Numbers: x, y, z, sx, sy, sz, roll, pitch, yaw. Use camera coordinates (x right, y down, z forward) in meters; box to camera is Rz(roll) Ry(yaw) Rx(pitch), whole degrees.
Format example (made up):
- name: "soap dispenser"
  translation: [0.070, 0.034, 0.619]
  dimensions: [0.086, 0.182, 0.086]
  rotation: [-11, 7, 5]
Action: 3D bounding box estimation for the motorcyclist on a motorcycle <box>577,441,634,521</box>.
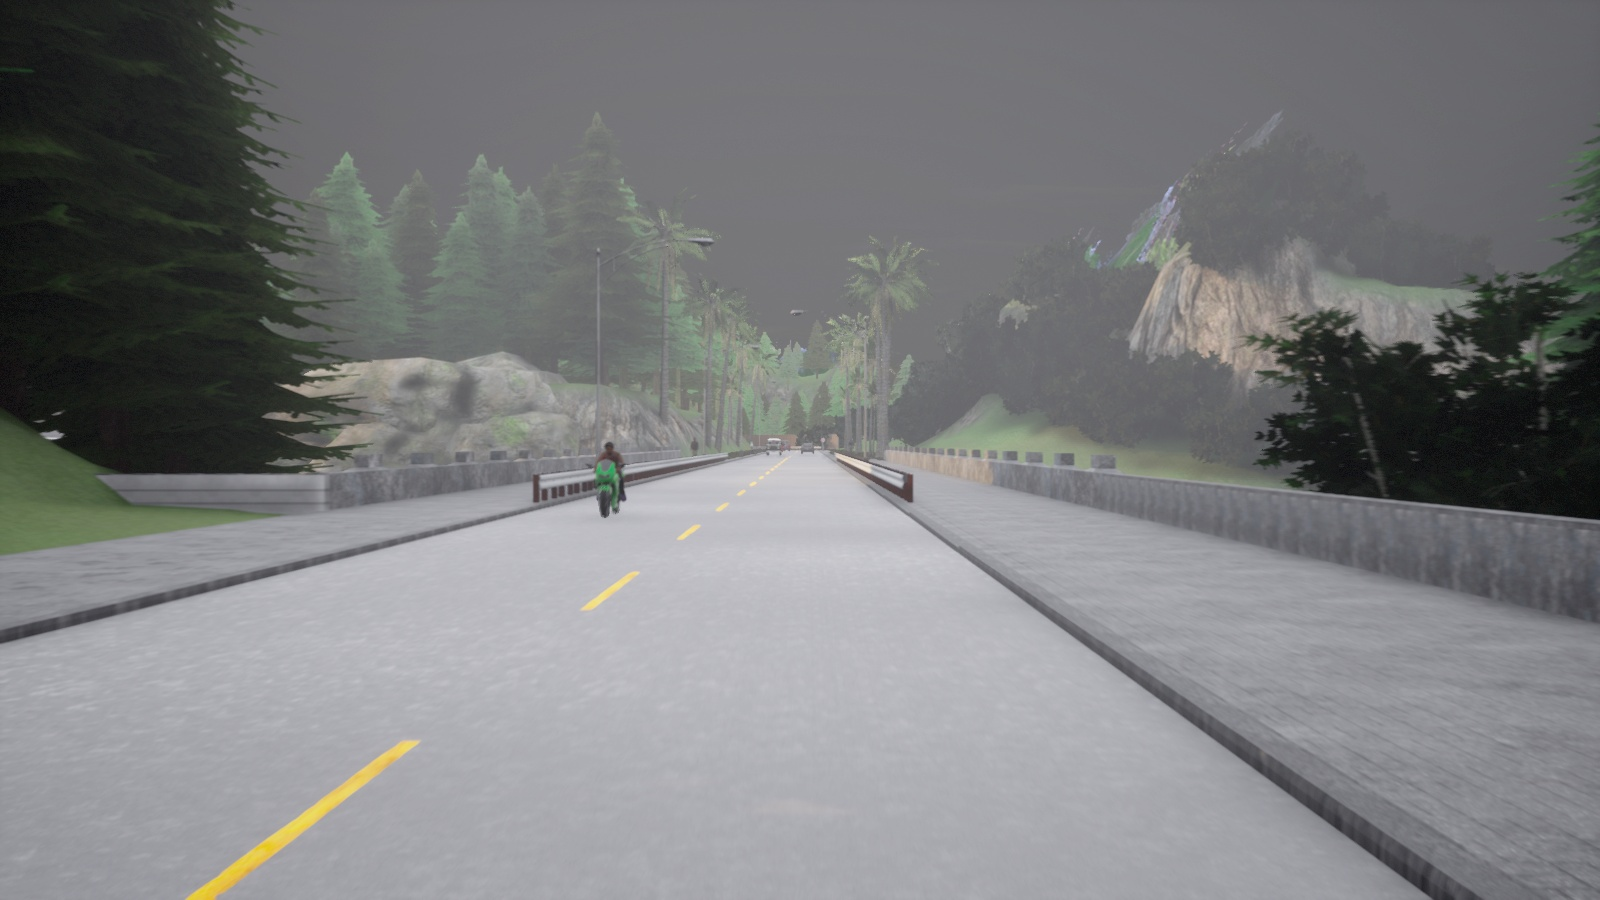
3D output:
- name: "motorcyclist on a motorcycle"
  translation: [-3.838, 0.587, 24.932]
  dimensions: [0.797, 1.523, 2.044]
  rotation: [0, 0, 0]
